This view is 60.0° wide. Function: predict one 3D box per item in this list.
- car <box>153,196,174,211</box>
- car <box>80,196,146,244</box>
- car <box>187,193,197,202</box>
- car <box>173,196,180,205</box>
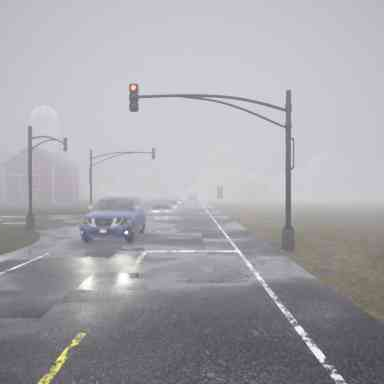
[{"bbox_3d":[-3.617,1.535,40.837,1.994,1.385,4.181,0,0,1],"label":"car"},{"bbox_3d":[-3.581,1.218,16.156,2.150,2.045,5.566,0,0,0],"label":"car"},{"bbox_3d":[0.066,1.134,74.756,2.150,2.045,5.566,0,0,0],"label":"car"},{"bbox_3d":[-3.537,1.426,56.377,1.882,1.535,5.008,0,0,0],"label":"car"}]
